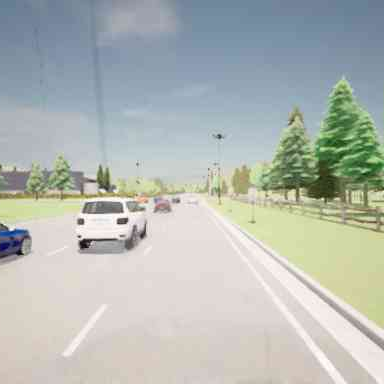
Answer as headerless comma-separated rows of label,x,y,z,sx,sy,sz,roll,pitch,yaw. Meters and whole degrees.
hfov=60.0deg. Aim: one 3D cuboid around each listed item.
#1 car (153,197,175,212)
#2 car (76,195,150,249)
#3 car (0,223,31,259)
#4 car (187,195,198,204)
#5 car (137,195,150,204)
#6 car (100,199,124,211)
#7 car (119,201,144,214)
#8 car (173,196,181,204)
car,-3.320,1.600,39.030,1.812,1.442,4.674,0,0,0
car,-3.378,1.262,14.943,2.150,2.045,5.566,0,0,0
car,-6.887,1.535,10.329,1.882,1.535,5.008,0,0,0
car,0.141,1.612,64.819,1.812,1.442,4.674,0,0,0
car,-10.345,1.517,71.124,2.097,1.767,4.553,0,0,0
car,-10.309,1.687,43.093,1.994,1.385,4.181,0,0,0
car,-6.821,1.696,37.983,1.895,1.301,4.718,0,0,0
car,-3.349,1.640,69.255,2.128,1.511,4.902,0,0,0
